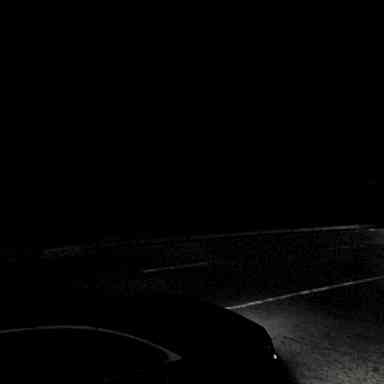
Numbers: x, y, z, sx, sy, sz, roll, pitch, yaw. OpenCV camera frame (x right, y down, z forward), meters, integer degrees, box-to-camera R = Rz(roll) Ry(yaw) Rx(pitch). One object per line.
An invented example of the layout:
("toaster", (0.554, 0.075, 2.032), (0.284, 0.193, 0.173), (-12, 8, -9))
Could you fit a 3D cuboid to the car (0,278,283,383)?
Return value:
("car", (-1.367, 1.488, 2.532), (4.892, 1.490, 1.837), (0, 0, -35))
